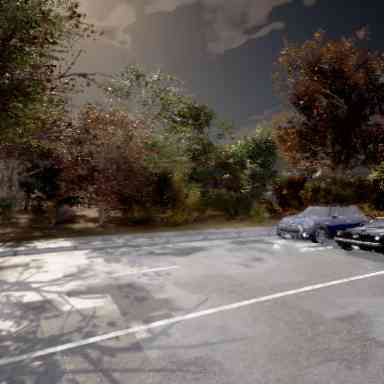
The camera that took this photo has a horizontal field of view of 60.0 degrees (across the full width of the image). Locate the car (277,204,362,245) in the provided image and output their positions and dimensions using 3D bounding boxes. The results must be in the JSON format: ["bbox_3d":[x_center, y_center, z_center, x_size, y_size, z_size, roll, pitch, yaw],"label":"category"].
[{"bbox_3d":[6.240,1.386,15.809,4.553,1.767,2.097,0,0,-29],"label":"car"}]

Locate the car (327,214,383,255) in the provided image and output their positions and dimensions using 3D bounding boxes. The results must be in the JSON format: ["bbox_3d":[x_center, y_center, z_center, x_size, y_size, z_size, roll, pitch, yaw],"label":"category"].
[{"bbox_3d":[7.652,1.632,12.654,4.718,1.301,1.895,0,0,-29],"label":"car"}]
